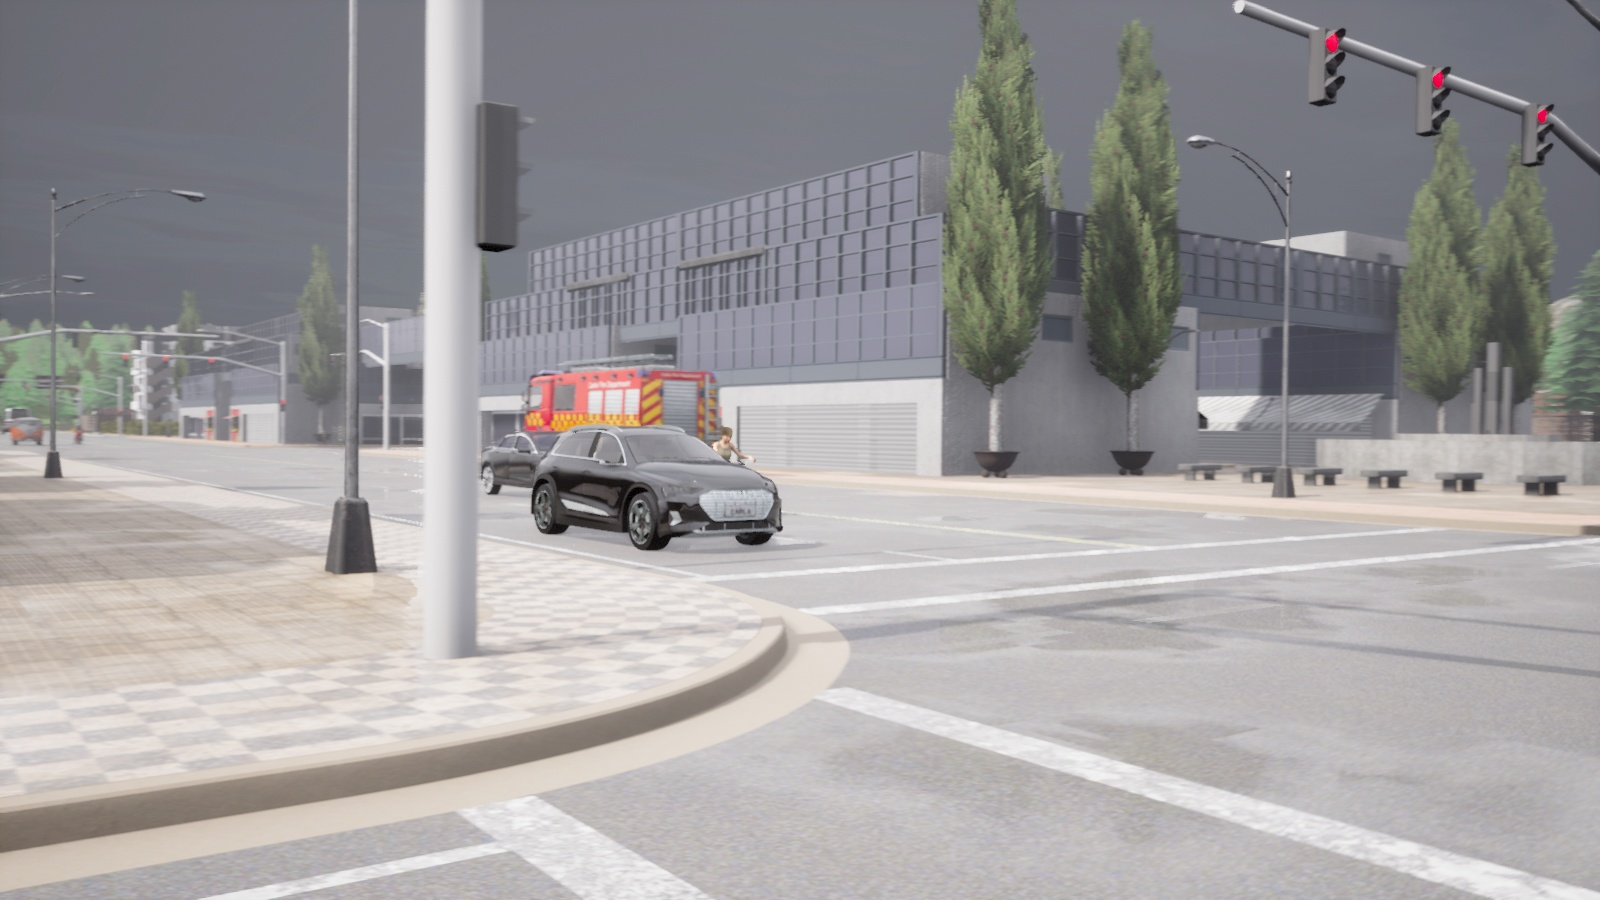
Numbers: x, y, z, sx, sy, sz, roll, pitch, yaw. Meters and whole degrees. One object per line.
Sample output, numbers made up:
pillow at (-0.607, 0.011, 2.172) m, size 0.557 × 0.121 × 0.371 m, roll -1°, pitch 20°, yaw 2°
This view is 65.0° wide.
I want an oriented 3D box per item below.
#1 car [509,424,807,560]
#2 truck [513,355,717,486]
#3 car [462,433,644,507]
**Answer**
car at (-2.175, 0.491, 17.862) m, size 2.033 × 1.649 × 4.856 m, roll -1°, pitch 1°, yaw -36°
truck at (-6.232, -0.898, 40.985) m, size 2.891 × 3.827 × 8.468 m, roll -1°, pitch 1°, yaw -36°
car at (-5.708, 0.400, 28.533) m, size 2.128 × 1.511 × 4.902 m, roll -1°, pitch 1°, yaw -36°
